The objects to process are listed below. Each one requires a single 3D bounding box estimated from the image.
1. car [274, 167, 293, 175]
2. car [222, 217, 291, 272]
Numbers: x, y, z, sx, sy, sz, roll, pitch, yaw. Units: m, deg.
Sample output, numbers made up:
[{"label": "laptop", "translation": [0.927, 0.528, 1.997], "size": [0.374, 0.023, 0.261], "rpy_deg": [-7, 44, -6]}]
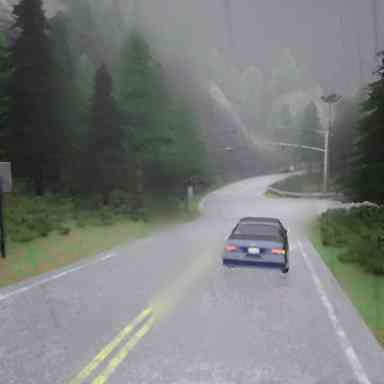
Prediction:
[{"label": "car", "translation": [19.132, -4.437, 69.801], "size": [4.902, 1.511, 2.128], "rpy_deg": [-9, 9, -37]}, {"label": "car", "translation": [2.208, 1.534, 10.916], "size": [2.033, 1.411, 5.357], "rpy_deg": [1, 0, 15]}]
